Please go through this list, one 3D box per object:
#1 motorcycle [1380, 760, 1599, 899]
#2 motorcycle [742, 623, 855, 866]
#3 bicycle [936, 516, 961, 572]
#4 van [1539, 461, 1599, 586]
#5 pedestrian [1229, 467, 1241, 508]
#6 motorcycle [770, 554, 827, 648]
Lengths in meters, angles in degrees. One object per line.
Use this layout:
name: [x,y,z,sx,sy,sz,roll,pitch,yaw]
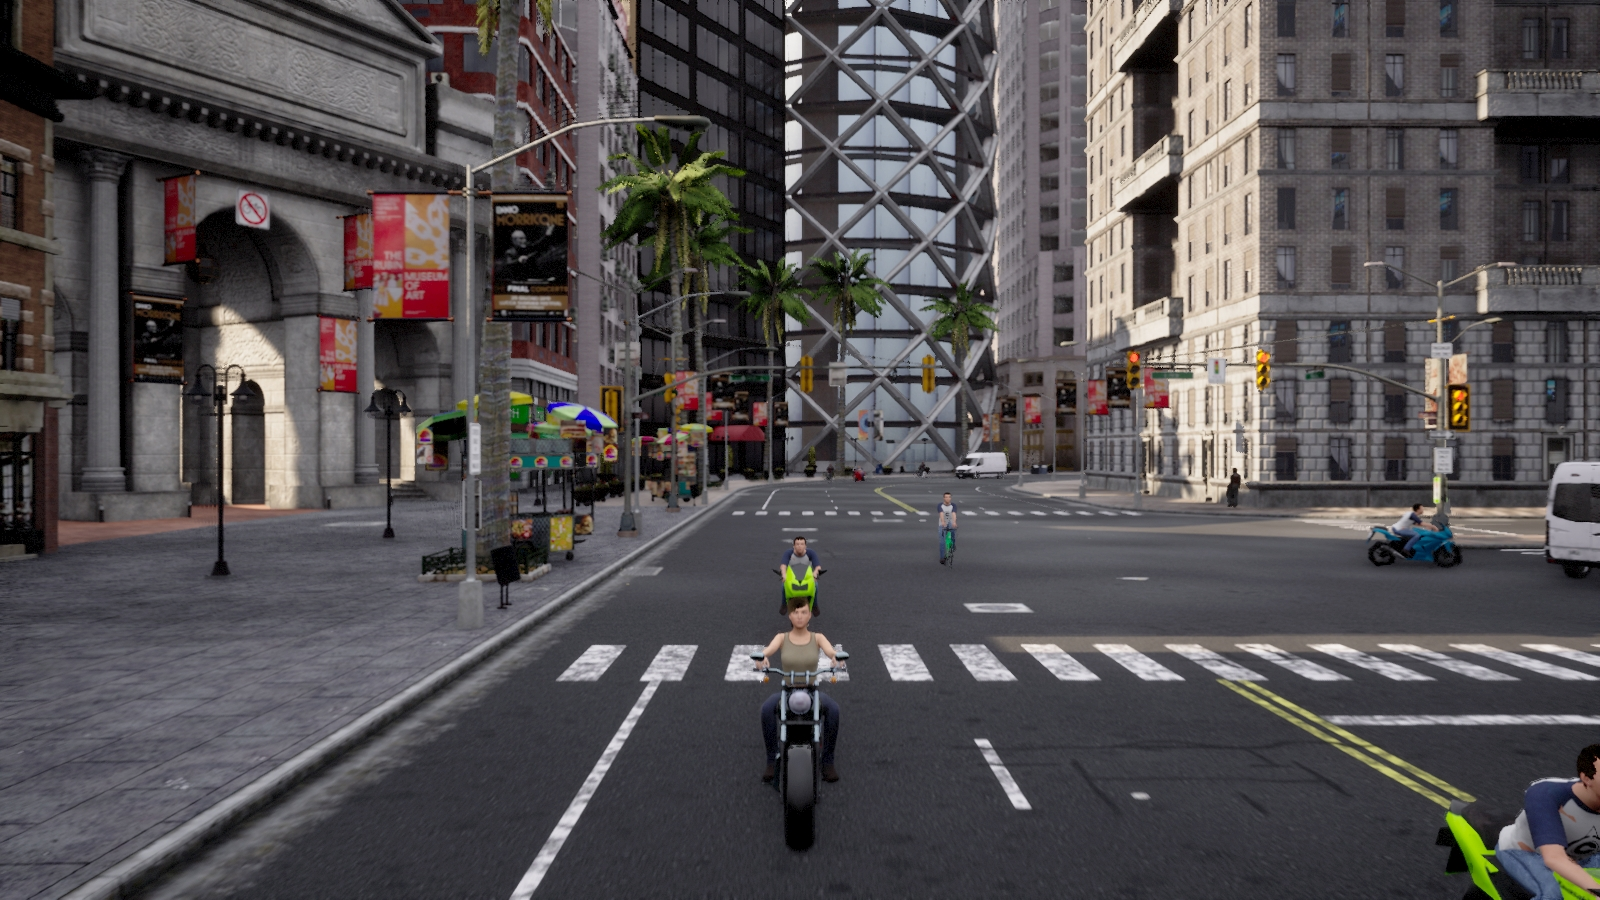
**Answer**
motorcycle: [3.480,2.213,5.046,0.803,1.145,2.033,0,0,0]
motorcycle: [-0.010,2.170,8.894,0.764,1.277,2.356,0,0,0]
bicycle: [3.500,2.206,27.032,0.373,1.196,1.643,0,0,0]
van: [18.980,1.534,25.236,5.915,2.561,1.988,0,0,-30]
pedestrian: [19.646,1.696,51.617,0.375,1.860,0.375,0,0,-5]
motorcycle: [-0.020,2.213,17.056,0.803,1.145,2.033,0,0,0]
